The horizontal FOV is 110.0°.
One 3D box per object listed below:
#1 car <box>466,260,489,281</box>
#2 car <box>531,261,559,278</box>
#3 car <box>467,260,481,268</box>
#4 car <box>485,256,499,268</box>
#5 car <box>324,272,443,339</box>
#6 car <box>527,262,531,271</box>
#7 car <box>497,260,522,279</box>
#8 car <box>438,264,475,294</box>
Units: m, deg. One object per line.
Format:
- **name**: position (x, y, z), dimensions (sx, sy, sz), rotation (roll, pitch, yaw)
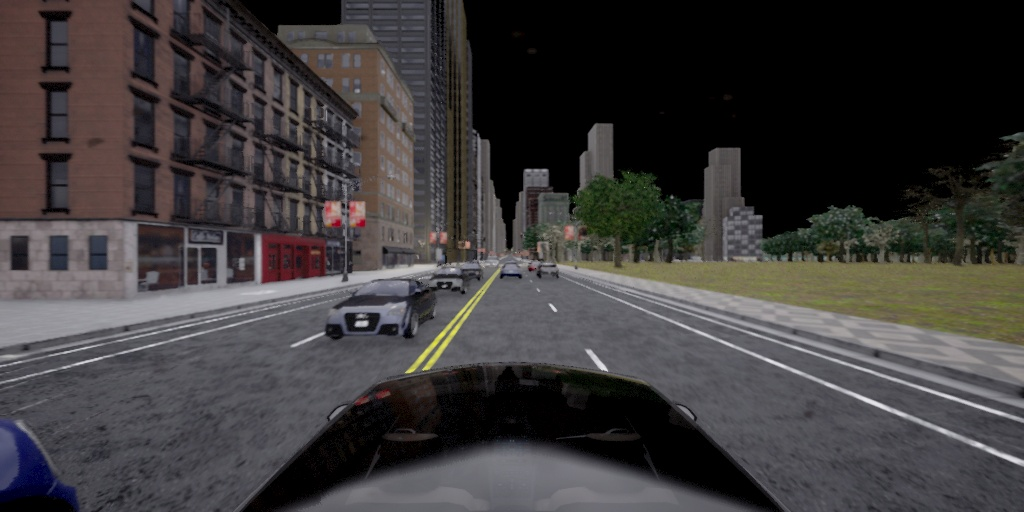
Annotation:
- **car**: position (-3.396, 1.308, 30.661), dimensions (2.033, 1.411, 5.357), rotation (0, 0, 0)
- **car**: position (3.214, 1.229, 33.243), dimensions (2.128, 1.511, 4.902), rotation (0, 0, 0)
- **car**: position (-6.782, 1.382, 63.879), dimensions (1.994, 1.385, 4.181), rotation (0, 0, 0)
- **car**: position (-3.532, 1.071, 64.031), dimensions (2.150, 2.045, 5.566), rotation (0, 1, 0)
- **car**: position (-3.377, 1.325, 10.004), dimensions (1.994, 1.385, 4.181), rotation (0, 0, -1)
- **car**: position (3.103, 1.306, 47.627), dimensions (1.994, 1.385, 4.181), rotation (0, 0, 0)
- **car**: position (-0.101, 1.313, 32.939), dimensions (1.994, 1.385, 4.181), rotation (0, 0, -1)
- **car**: position (-3.418, 1.324, 20.014), dimensions (1.994, 1.385, 4.181), rotation (0, 0, -1)
